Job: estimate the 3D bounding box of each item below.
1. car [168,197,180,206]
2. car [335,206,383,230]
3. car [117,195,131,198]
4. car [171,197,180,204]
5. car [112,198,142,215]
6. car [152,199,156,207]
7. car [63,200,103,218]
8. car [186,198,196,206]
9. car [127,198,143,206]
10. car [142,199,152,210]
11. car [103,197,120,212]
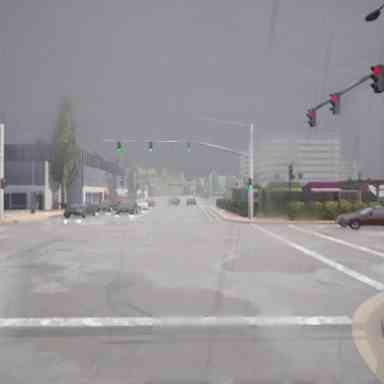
[{"bbox_3d":[-3.631,1.906,64.218,2.033,1.411,5.357,0,0,0],"label":"car"},{"bbox_3d":[11.762,1.646,21.582,4.674,1.442,1.812,0,0,1],"label":"car"},{"bbox_3d":[-10.703,1.511,51.783,2.150,2.045,5.566,0,0,0],"label":"car"},{"bbox_3d":[-3.652,1.841,74.492,1.994,1.385,4.181,0,0,0],"label":"car"},{"bbox_3d":[-7.176,1.714,37.333,1.837,1.490,4.892,0,0,0],"label":"car"},{"bbox_3d":[-7.196,1.880,56.478,1.994,1.385,4.181,0,0,0],"label":"car"},{"bbox_3d":[-10.665,1.728,32.239,2.033,1.411,5.357,0,0,0],"label":"car"},{"bbox_3d":[-0.131,1.850,64.225,2.128,1.511,4.902,0,0,0],"label":"car"},{"bbox_3d":[-10.678,1.897,62.478,2.033,1.411,5.357,0,0,1],"label":"car"},{"bbox_3d":[-7.189,1.786,46.518,1.812,1.442,4.674,0,0,0],"label":"car"},{"bbox_3d":[-10.684,1.739,41.795,1.837,1.490,4.892,0,0,0],"label":"car"}]
